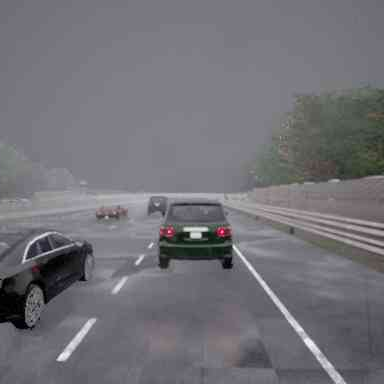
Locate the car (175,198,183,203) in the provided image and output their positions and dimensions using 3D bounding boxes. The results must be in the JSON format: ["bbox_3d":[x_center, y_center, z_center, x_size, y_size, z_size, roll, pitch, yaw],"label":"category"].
[{"bbox_3d":[-3.475,2.256,90.098,1.837,1.490,4.892,0,-1,0],"label":"car"}]

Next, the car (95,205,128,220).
[{"bbox_3d":[-6.892,1.758,29.120,1.895,1.301,4.718,0,0,0],"label":"car"}]

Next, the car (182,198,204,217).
[{"bbox_3d":[0.109,1.549,33.906,2.097,1.767,4.553,0,0,0],"label":"car"}]

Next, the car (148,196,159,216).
[{"bbox_3d":[-3.490,1.438,36.156,2.150,2.045,5.566,0,0,0],"label":"car"}]

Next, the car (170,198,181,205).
[{"bbox_3d":[-3.480,2.066,71.297,1.994,1.385,4.181,0,-1,0],"label":"car"}]

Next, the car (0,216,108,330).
[{"bbox_3d":[-3.498,1.499,6.881,2.128,1.511,4.902,0,0,0],"label":"car"}]

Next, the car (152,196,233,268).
[{"bbox_3d":[0.103,1.247,11.473,2.150,2.045,5.566,0,0,0],"label":"car"}]
